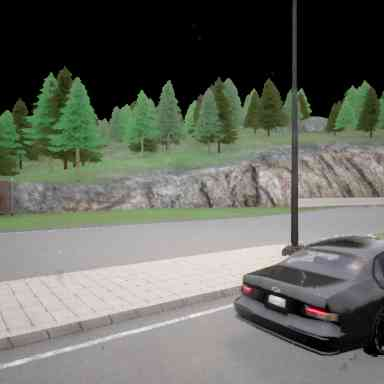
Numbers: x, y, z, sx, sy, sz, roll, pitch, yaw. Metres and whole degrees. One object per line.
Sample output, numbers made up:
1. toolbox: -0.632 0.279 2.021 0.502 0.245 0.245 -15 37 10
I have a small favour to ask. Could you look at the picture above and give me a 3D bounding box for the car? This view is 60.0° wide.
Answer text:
1. car: 3.207 1.547 6.032 5.357 1.411 2.033 0 0 -35
